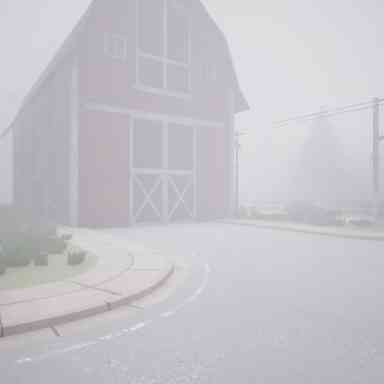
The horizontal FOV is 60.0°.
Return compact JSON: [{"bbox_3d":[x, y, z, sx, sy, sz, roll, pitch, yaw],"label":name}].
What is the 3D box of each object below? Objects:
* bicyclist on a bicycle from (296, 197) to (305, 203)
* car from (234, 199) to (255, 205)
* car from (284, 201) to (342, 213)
[{"bbox_3d":[13.252,1.322,40.222,1.656,1.620,0.582,46,-25,-24],"label":"bicyclist on a bicycle"},{"bbox_3d":[5.498,1.552,38.480,1.812,1.442,4.674,0,0,-34],"label":"car"},{"bbox_3d":[10.930,1.574,30.599,2.033,1.411,5.357,0,0,-35],"label":"car"}]
